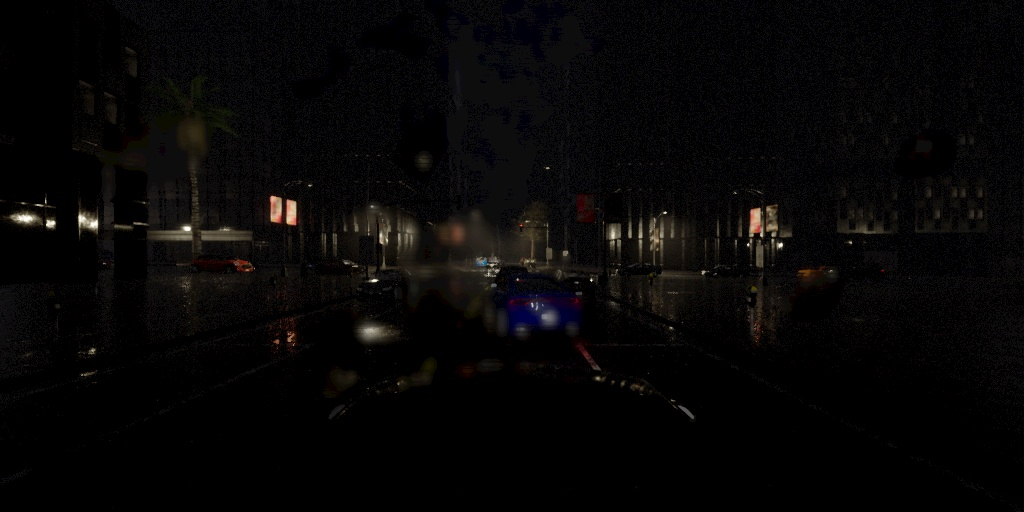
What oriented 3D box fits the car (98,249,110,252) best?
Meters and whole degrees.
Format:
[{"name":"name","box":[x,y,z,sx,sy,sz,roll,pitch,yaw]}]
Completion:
[{"name":"car","box":[-41.590,0.273,35.715,5.566,2.045,2.150,1,0,1]}]

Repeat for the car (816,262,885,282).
[{"name":"car","box":[36.894,1.698,38.833,5.566,2.045,2.150,1,0,0]}]

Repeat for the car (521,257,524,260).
[{"name":"car","box":[3.042,1.296,64.675,1.751,1.417,4.829,0,0,1]}]

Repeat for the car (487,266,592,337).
[{"name":"car","box":[0.474,1.228,10.478,1.882,1.535,5.008,0,0,-8]}]

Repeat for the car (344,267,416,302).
[{"name":"car","box":[-5.753,1.302,16.818,2.007,1.370,4.403,0,0,0]}]

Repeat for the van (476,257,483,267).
[{"name":"van","box":[-5.484,1.111,64.586,1.690,1.789,3.998,0,0,1]}]

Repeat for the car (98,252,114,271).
[{"name":"car","box":[-38.060,0.631,32.439,4.674,1.442,1.812,1,0,0]}]

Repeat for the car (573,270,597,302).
[{"name":"car","box":[2.772,1.302,16.810,2.007,1.370,4.403,0,0,0]}]

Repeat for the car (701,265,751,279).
[{"name":"car","box":[23.187,1.707,38.892,4.902,1.511,2.128,1,0,0]}]

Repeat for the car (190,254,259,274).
[{"name":"car","box":[-26.124,0.661,32.383,4.553,1.767,2.097,1,0,0]}]

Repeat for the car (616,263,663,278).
[{"name":"car","box":[13.768,1.531,38.913,4.902,1.511,2.128,1,0,-1]}]

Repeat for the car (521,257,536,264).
[{"name":"car","box":[2.987,1.318,58.993,2.007,1.370,4.403,0,0,1]}]

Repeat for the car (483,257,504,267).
[{"name":"car","box":[-2.874,1.258,56.181,2.128,1.511,4.902,0,0,2]}]

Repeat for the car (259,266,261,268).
[{"name":"car","box":[-27.862,0.887,35.640,4.718,1.301,1.895,1,0,0]}]

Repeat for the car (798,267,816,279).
[{"name":"car","box":[36.398,1.952,42.078,5.008,1.535,1.882,1,0,0]}]

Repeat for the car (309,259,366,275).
[{"name":"car","box":[-15.402,1.063,32.251,4.181,1.385,1.994,1,0,3]}]

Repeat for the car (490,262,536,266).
[{"name":"car","box":[0.077,1.257,18.019,1.837,1.490,4.892,0,0,0]}]
